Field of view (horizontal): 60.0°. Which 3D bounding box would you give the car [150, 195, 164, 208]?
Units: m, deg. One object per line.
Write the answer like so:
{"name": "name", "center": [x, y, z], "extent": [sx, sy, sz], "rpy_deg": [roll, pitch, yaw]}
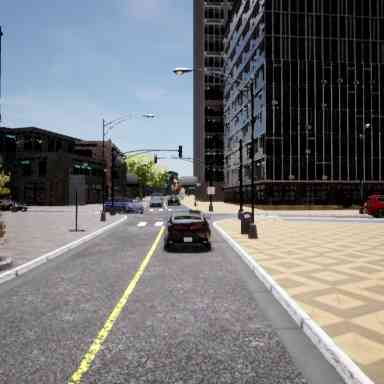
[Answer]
{"name": "car", "center": [-5.395, 1.559, 50.130], "extent": [2.033, 1.411, 5.357], "rpy_deg": [0, 0, -6]}

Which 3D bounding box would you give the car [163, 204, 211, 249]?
{"name": "car", "center": [-0.217, 1.510, 14.679], "extent": [1.837, 1.490, 4.892], "rpy_deg": [0, 0, -2]}

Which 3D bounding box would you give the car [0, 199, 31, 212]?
{"name": "car", "center": [-22.003, 1.576, 40.187], "extent": [4.674, 1.442, 1.812], "rpy_deg": [0, -1, 18]}

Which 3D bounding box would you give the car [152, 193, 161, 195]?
{"name": "car", "center": [-6.381, 1.236, 60.261], "extent": [2.150, 2.045, 5.566], "rpy_deg": [0, 0, -5]}

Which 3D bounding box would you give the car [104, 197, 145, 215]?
{"name": "car", "center": [-6.920, 1.338, 33.929], "extent": [4.553, 1.767, 2.097], "rpy_deg": [0, -1, 37]}

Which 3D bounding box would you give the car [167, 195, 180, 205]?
{"name": "car", "center": [-3.193, 1.371, 57.489], "extent": [2.097, 1.767, 4.553], "rpy_deg": [0, 0, -6]}

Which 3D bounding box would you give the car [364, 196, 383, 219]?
{"name": "car", "center": [15.780, 1.188, 25.178], "extent": [5.009, 1.841, 2.192], "rpy_deg": [0, -1, 18]}

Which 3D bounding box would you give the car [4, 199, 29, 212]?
{"name": "car", "center": [-20.534, 1.568, 37.114], "extent": [4.313, 1.339, 1.947], "rpy_deg": [0, -1, 18]}
